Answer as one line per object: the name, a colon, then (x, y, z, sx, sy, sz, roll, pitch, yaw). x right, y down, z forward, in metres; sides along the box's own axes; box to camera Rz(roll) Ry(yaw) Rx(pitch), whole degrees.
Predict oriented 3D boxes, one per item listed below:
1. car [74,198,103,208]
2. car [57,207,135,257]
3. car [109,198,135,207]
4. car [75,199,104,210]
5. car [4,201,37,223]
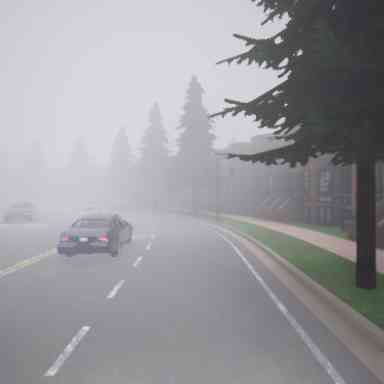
car: (-15.061, 1.596, 48.276, 4.718, 1.301, 1.895, 0, 0, 43)
car: (-3.519, 1.546, 12.980, 2.033, 1.411, 5.357, 0, 0, -2)
car: (-8.518, 1.499, 40.323, 1.837, 1.490, 4.892, 0, 0, -34)
car: (-12.181, 1.597, 39.392, 1.895, 1.301, 4.718, 0, 0, -36)
car: (-13.229, 1.504, 25.873, 1.837, 1.490, 4.892, 0, 0, -21)
